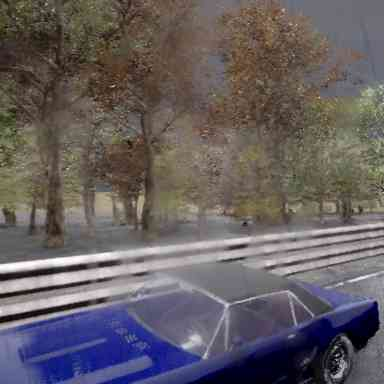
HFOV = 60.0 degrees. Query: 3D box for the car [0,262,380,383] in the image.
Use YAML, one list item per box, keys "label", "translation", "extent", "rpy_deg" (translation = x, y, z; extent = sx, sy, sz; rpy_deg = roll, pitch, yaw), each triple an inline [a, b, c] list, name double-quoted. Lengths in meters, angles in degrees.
- label: "car"
  translation: [0.044, 1.601, 3.716]
  extent: [4.718, 1.301, 1.895]
  rpy_deg: [0, 0, -35]
